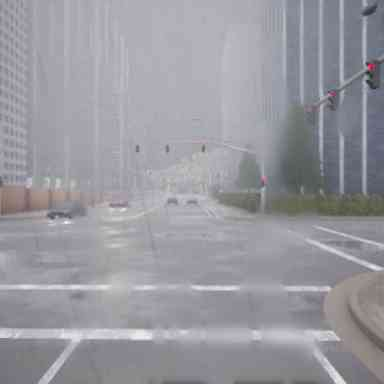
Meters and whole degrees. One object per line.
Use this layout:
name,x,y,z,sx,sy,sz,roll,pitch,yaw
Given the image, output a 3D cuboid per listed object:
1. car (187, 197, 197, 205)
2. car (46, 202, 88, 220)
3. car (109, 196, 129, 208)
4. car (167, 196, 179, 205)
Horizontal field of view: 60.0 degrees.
car,-0.008,1.624,59.843,1.895,1.301,4.718,0,0,0
car,-10.600,1.557,28.725,2.033,1.411,5.357,0,0,0
car,-10.575,1.370,48.377,2.097,1.767,4.553,0,0,0
car,-3.508,1.528,59.813,1.837,1.490,4.892,0,0,0
